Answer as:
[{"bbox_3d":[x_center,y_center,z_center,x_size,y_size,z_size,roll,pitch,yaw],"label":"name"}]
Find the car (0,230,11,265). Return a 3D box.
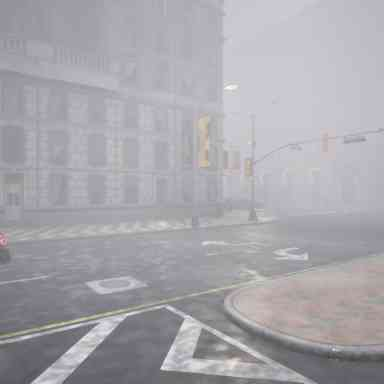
[{"bbox_3d":[-7.329,1.352,8.599,4.553,1.767,2.097,0,0,-35],"label":"car"}]

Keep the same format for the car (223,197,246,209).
[{"bbox_3d":[4.497,1.505,44.358,1.837,1.490,4.892,0,0,-36],"label":"car"}]

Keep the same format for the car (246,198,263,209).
[{"bbox_3d":[7.371,1.547,46.347,2.033,1.411,5.357,0,0,-36],"label":"car"}]
